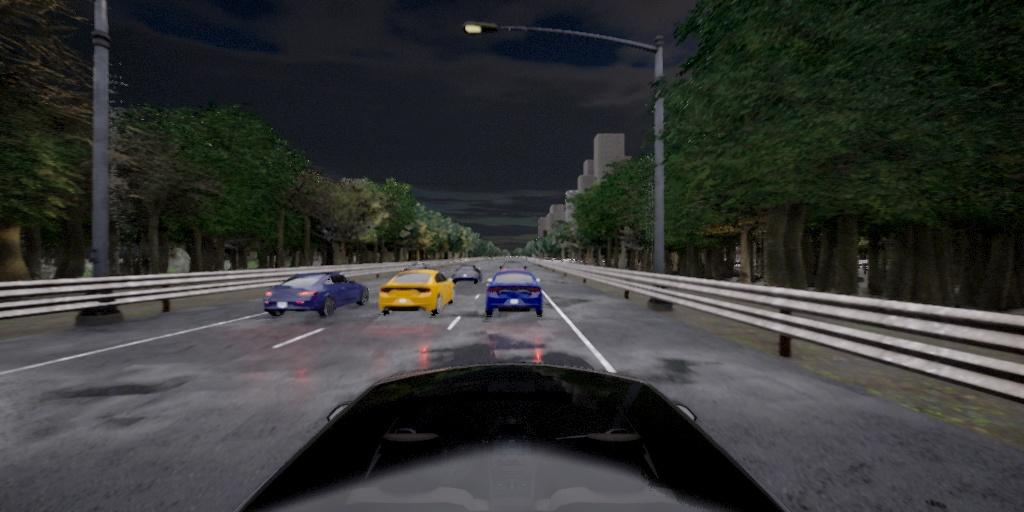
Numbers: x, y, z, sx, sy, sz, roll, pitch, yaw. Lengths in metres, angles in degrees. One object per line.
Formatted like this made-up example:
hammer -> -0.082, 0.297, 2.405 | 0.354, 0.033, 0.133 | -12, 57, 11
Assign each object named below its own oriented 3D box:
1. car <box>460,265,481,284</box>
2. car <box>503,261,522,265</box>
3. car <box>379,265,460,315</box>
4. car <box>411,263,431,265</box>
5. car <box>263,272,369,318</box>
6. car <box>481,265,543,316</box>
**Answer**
car -> -3.425, 1.388, 28.158 | 1.994, 1.385, 4.181 | 0, 0, 0
car -> 0.070, 1.173, 27.355 | 2.097, 1.767, 4.553 | 0, 0, 0
car -> -3.422, 1.265, 13.754 | 1.882, 1.535, 5.008 | 0, 0, 0
car -> -6.929, 1.315, 27.642 | 2.128, 1.511, 4.902 | 0, 0, 0
car -> -6.929, 1.311, 13.132 | 1.812, 1.442, 4.674 | 0, 0, 0
car -> 0.072, 1.264, 13.473 | 1.882, 1.535, 5.008 | 0, -1, 0
